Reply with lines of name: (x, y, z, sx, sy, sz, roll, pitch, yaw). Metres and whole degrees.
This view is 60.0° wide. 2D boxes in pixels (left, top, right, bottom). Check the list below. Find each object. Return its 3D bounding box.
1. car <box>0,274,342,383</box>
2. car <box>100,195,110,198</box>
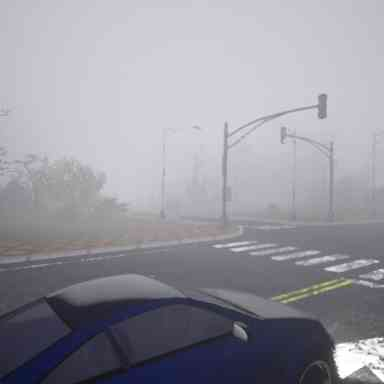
car: (-0.399, 1.567, 3.281, 4.181, 1.385, 1.994, 0, 0, -36)
car: (-11.450, 1.453, 43.259, 2.150, 2.045, 5.566, 2, -2, -35)
